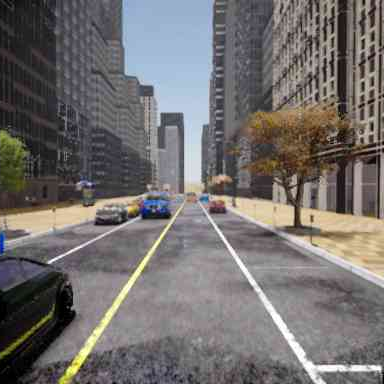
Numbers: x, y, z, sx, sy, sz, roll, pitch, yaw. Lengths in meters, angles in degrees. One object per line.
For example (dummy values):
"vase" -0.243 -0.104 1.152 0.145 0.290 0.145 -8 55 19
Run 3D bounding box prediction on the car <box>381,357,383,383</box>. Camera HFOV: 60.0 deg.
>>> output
"car" 2.679 1.562 1.410 1.947 1.339 4.313 -1 0 0

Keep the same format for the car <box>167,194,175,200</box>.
"car" -5.740 1.402 91.407 2.008 1.369 4.403 -1 0 0

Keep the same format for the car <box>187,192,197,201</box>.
"car" -0.032 0.978 78.424 2.150 2.045 5.566 0 0 0

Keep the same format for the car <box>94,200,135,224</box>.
"car" -5.711 1.493 23.907 2.008 1.369 4.403 -1 0 0

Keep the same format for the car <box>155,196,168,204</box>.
"car" -5.728 1.429 63.283 2.008 1.369 4.403 -1 0 0

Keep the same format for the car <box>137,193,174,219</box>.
"car" -3.016 1.150 28.902 2.150 2.045 5.566 0 0 0

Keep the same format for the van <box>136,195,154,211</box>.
"van" -5.722 1.252 40.781 1.690 1.788 3.998 -1 0 0

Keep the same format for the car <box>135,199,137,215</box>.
"car" -5.714 1.457 29.362 1.752 1.417 4.829 -1 0 0

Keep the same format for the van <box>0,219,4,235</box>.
"van" -5.707 1.322 7.031 1.690 1.788 3.998 -1 0 0

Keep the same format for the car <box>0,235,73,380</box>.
"car" -3.085 1.552 4.184 1.994 1.385 4.181 0 0 0

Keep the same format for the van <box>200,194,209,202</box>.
"van" 2.646 1.213 68.911 1.690 1.788 3.998 -1 0 0

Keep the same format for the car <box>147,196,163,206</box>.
"car" -5.723 1.438 52.032 1.887 1.381 4.507 -1 0 0

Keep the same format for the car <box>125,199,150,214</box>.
"car" -5.716 1.465 35.157 1.887 1.381 4.507 -1 0 0

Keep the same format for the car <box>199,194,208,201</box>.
"car" 2.643 1.301 80.161 1.967 1.590 4.097 -1 0 0

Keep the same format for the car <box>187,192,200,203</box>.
"car" -0.028 1.220 68.102 2.097 1.767 4.553 0 0 0

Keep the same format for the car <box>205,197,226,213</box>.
"car" 2.665 1.503 35.161 1.802 1.307 4.206 -1 0 0
